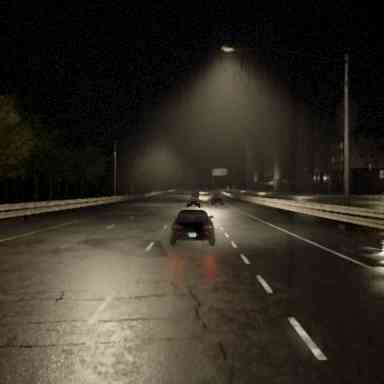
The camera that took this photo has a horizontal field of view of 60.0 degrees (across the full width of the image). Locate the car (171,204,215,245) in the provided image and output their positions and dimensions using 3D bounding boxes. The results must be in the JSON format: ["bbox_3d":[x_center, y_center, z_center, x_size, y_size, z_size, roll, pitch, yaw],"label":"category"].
[{"bbox_3d":[0.033,1.514,15.337,1.812,1.442,4.674,0,0,0],"label":"car"}]

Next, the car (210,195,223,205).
[{"bbox_3d":[3.933,1.296,53.634,1.837,1.490,4.892,0,1,1],"label":"car"}]

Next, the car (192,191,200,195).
[{"bbox_3d":[0.608,1.153,73.311,1.837,1.490,4.892,0,1,1],"label":"car"}]

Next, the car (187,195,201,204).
[{"bbox_3d":[0.262,1.432,47.343,1.895,1.301,4.718,0,0,1],"label":"car"}]
